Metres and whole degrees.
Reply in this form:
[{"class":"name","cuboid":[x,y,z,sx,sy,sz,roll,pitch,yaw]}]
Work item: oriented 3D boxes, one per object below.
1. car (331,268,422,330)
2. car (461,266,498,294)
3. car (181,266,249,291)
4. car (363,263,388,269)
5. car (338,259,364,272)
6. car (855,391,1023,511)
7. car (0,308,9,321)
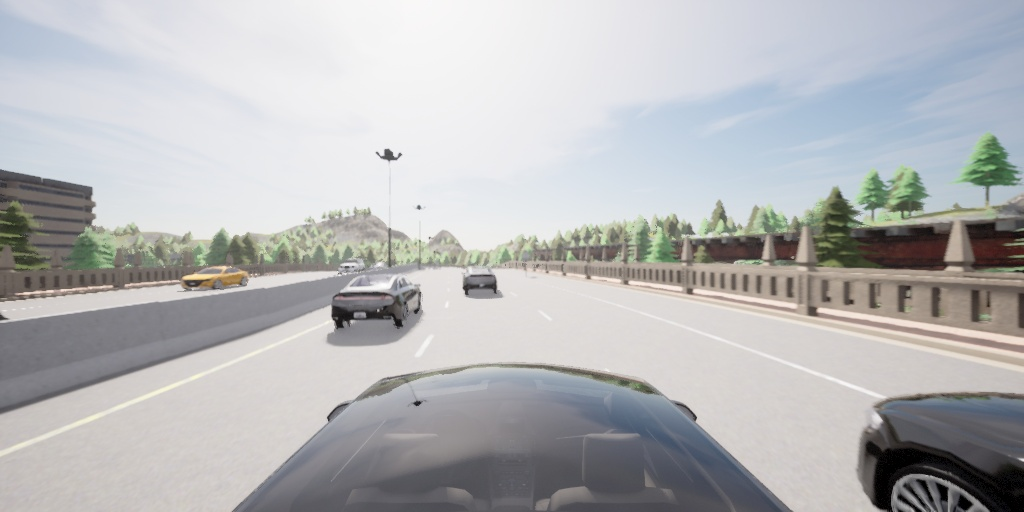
[{"class":"car","cuboid":[-4.116,1.319,11.567,2.128,1.511,4.902,0,0,-6]},{"class":"car","cuboid":[-1.955,1.358,21.204,2.128,1.511,4.902,0,0,-9]},{"class":"car","cuboid":[-20.513,1.494,24.998,1.882,1.535,5.008,0,0,-10]},{"class":"car","cuboid":[-17.092,1.606,46.035,2.128,1.511,4.902,0,-1,-10]},{"class":"car","cuboid":[-20.766,1.367,46.733,2.150,2.045,5.566,0,-1,-10]},{"class":"car","cuboid":[3.441,1.218,0.621,2.128,1.511,4.902,0,0,1]},{"class":"car","cuboid":[-10.800,1.319,4.967,2.128,1.511,4.902,0,0,-3]}]
